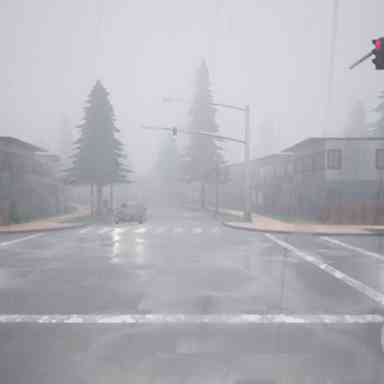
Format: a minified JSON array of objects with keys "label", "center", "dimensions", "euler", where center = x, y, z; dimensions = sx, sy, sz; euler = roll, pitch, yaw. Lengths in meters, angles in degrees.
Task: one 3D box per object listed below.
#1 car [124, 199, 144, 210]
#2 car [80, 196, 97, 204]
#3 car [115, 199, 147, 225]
[{"label":"car","center":[-7.590,1.556,43.200],"dimensions":[1.895,1.301,4.718],"euler":[0,0,-19]},{"label":"car","center":[-19.925,1.496,64.616],"dimensions":[2.033,1.411,5.357],"euler":[0,0,-44]},{"label":"car","center":[-4.319,1.464,24.032],"dimensions":[1.837,1.490,4.892],"euler":[0,0,-3]}]
